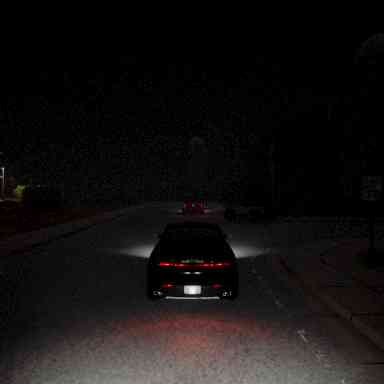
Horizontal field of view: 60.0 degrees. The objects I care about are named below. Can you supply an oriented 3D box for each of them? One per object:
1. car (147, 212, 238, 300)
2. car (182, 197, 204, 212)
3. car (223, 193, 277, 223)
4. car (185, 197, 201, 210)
[{"bbox_3d":[0.013,1.492,8.353,1.837,1.490,4.892,0,0,0],"label":"car"},{"bbox_3d":[0.121,1.295,33.605,2.097,1.767,4.553,0,0,0],"label":"car"},{"bbox_3d":[4.191,1.116,24.118,1.905,1.878,3.866,-8,4,-42],"label":"car"},{"bbox_3d":[0.131,1.472,43.728,2.033,1.411,5.357,0,0,0],"label":"car"}]
